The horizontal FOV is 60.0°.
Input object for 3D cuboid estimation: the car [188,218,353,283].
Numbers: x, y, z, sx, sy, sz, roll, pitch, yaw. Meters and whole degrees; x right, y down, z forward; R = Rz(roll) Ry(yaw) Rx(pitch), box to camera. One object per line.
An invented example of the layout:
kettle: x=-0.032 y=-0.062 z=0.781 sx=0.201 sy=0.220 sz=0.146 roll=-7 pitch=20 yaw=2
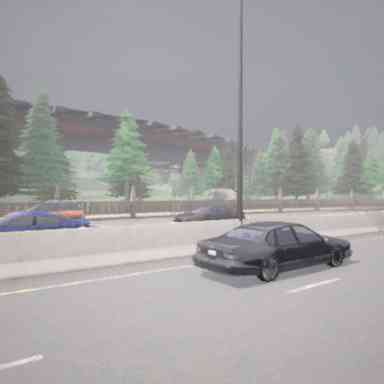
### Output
car: x=2.547 y=1.592 z=9.863 sx=5.357 sy=1.411 sz=2.033 roll=0 pitch=0 yaw=-35

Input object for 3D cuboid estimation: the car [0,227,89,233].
car: x=-6.318 y=1.489 z=12.382 sx=5.008 sy=1.535 sz=1.882 roll=0 pitch=0 yaw=-35
